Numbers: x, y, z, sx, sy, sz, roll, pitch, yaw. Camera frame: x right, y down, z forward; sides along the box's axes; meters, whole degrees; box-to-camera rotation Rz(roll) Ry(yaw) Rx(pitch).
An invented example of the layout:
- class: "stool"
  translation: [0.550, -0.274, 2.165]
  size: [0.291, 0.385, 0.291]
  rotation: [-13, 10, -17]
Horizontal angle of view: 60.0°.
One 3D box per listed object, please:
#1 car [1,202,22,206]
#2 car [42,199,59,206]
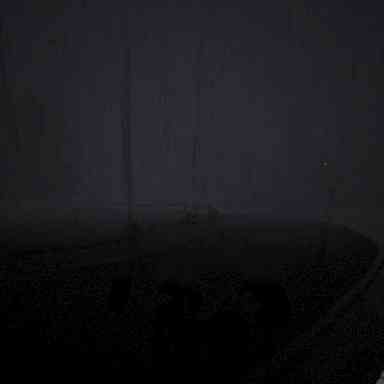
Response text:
- class: "car"
  translation: [-41.449, 2.057, 75.406]
  size: [5.566, 2.045, 2.150]
  rotation: [-1, 0, 36]
- class: "car"
  translation: [-30.529, 2.224, 71.689]
  size: [4.674, 1.442, 1.812]
  rotation: [-1, 0, 36]
